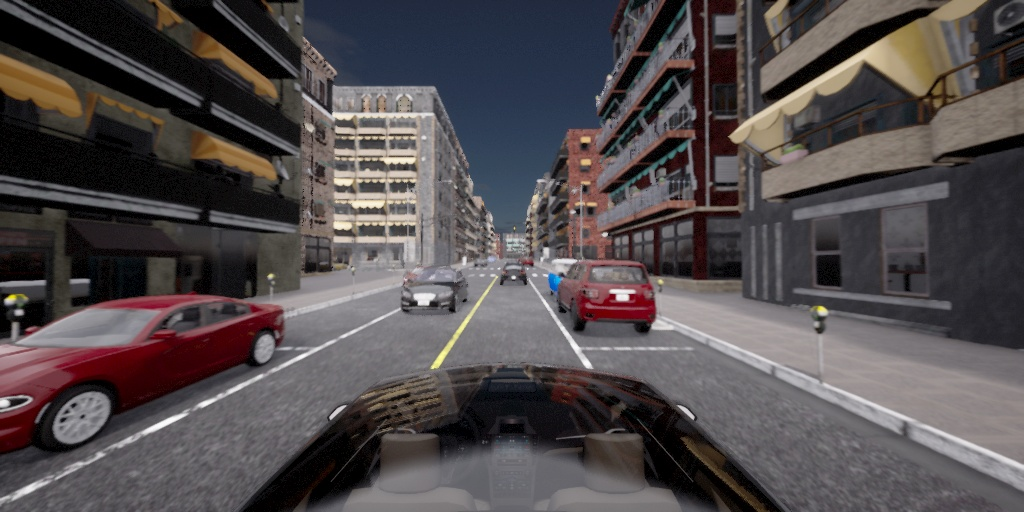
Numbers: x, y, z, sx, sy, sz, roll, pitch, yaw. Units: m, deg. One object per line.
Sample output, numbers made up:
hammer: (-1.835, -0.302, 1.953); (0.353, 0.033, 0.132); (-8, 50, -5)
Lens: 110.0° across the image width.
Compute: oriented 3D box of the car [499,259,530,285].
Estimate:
car: (0.105, 1.198, 25.465); (1.812, 1.442, 4.674); (0, 0, 0)

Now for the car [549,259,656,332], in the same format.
car: (2.535, 1.032, 10.679); (2.192, 1.841, 5.009); (0, 0, 0)

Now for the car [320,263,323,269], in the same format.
car: (-24.284, 0.938, 39.723); (5.009, 1.841, 2.192); (0, 0, 0)

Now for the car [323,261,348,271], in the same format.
car: (-24.437, 1.289, 47.603); (4.829, 1.417, 1.751); (0, 0, 0)

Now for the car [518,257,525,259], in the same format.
car: (0.093, 1.142, 41.074); (1.994, 1.385, 4.181); (0, -1, 0)

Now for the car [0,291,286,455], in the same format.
car: (-5.314, 1.282, 5.204); (1.888, 1.381, 4.507); (0, 0, 0)

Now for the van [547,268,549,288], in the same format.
van: (2.536, 1.040, 16.210); (1.690, 1.789, 3.998); (0, 0, 0)

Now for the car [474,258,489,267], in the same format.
car: (-5.307, 1.142, 59.877); (1.948, 1.339, 4.313); (0, 0, 0)

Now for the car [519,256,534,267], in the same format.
car: (2.575, 0.891, 59.921); (2.192, 1.841, 5.009); (0, 0, 0)

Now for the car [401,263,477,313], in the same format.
car: (-2.761, 1.200, 13.724); (2.128, 1.511, 4.902); (0, 0, 0)
